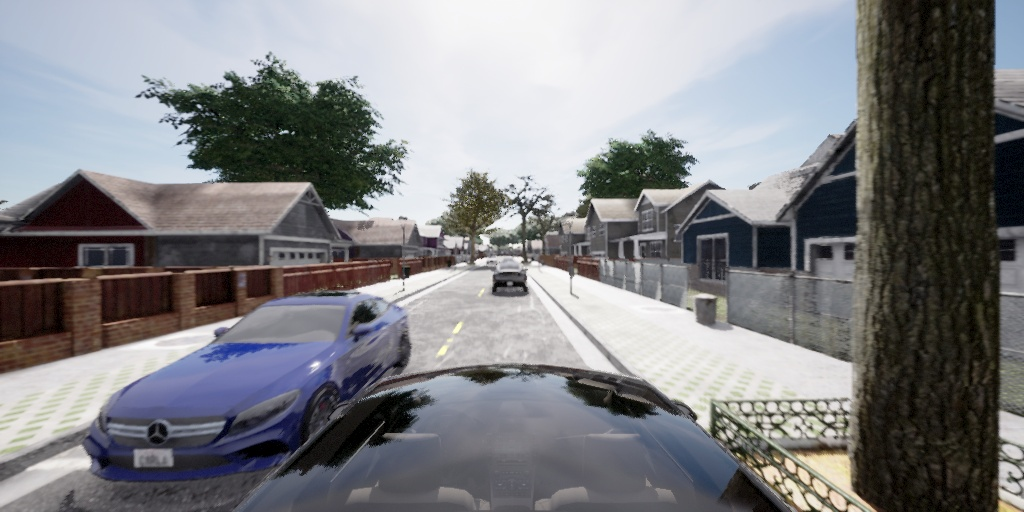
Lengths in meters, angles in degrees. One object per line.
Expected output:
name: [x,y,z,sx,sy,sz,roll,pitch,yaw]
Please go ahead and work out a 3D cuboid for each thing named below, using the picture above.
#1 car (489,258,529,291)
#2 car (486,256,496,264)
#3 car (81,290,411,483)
car: [-0.132,1.096,20.209,1.837,1.490,4.892,-1,1,-1]
car: [-3.495,0.719,63.281,1.812,1.442,4.674,-1,0,-1]
car: [-2.778,1.272,5.074,1.812,1.442,4.674,-1,0,-1]
